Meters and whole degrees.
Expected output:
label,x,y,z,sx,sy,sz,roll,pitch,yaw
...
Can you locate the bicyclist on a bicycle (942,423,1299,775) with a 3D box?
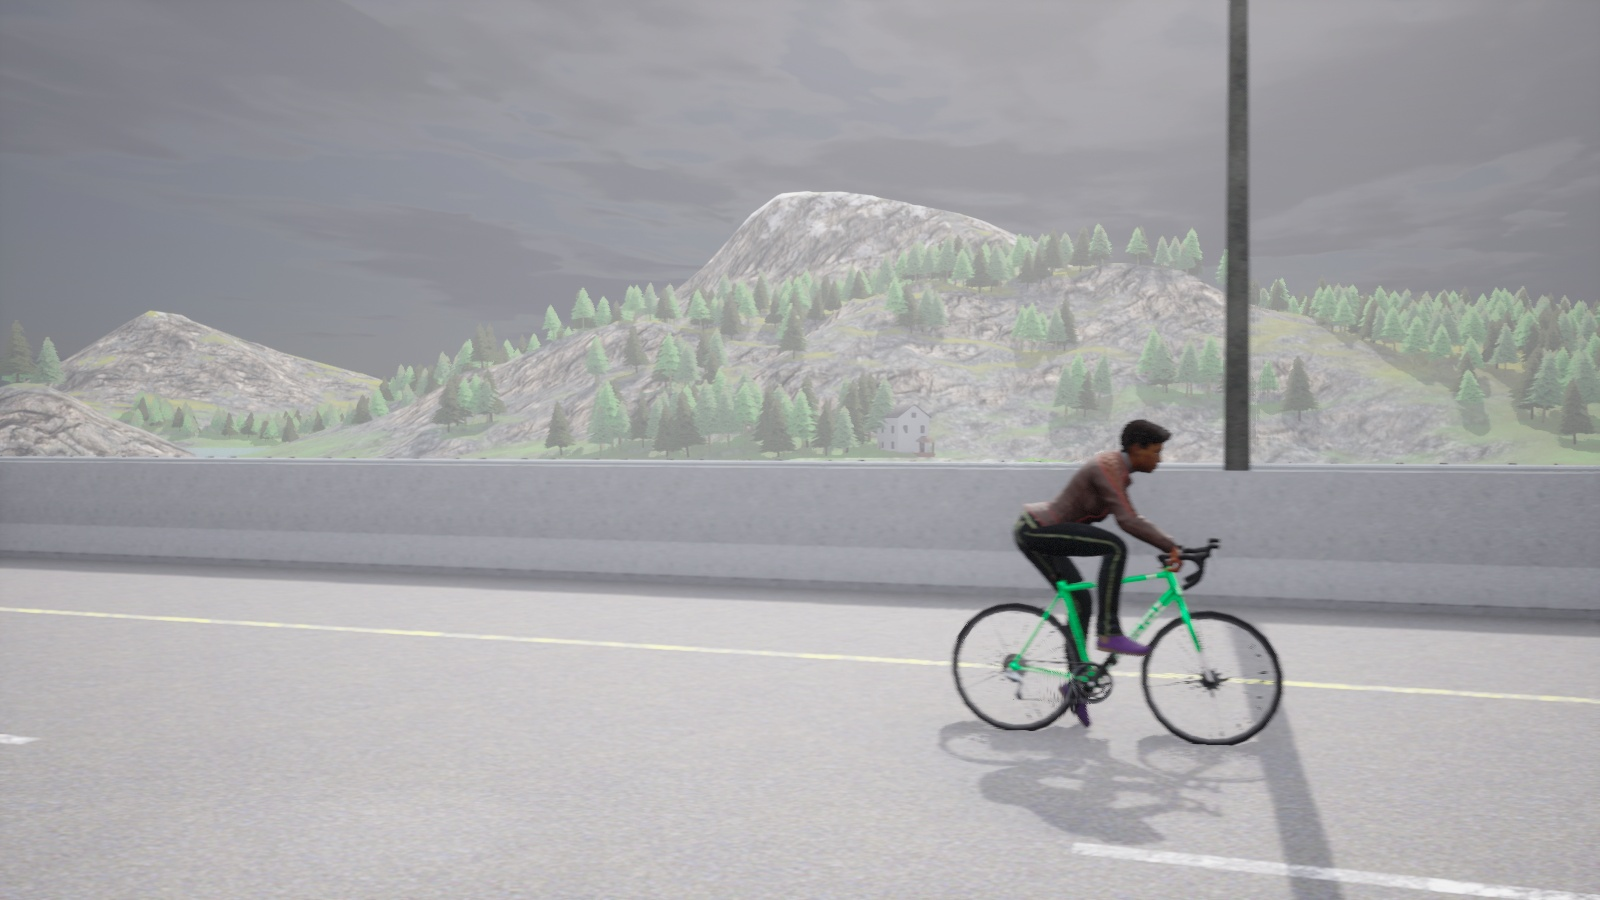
label,x,y,z,sx,sy,sz,roll,pitch,yaw
bicyclist on a bicycle,1.603,0.682,6.346,1.656,1.620,0.582,1,1,19
